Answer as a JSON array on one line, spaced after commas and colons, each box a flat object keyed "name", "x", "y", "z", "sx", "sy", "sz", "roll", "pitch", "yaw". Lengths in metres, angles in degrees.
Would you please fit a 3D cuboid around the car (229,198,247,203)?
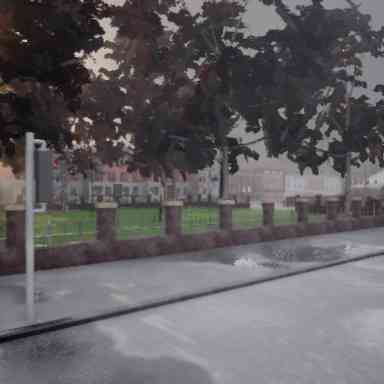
[{"name": "car", "x": 7.095, "y": 1.552, "z": 53.061, "sx": 1.895, "sy": 1.301, "sz": 4.718, "roll": 0, "pitch": 0, "yaw": -35}]
